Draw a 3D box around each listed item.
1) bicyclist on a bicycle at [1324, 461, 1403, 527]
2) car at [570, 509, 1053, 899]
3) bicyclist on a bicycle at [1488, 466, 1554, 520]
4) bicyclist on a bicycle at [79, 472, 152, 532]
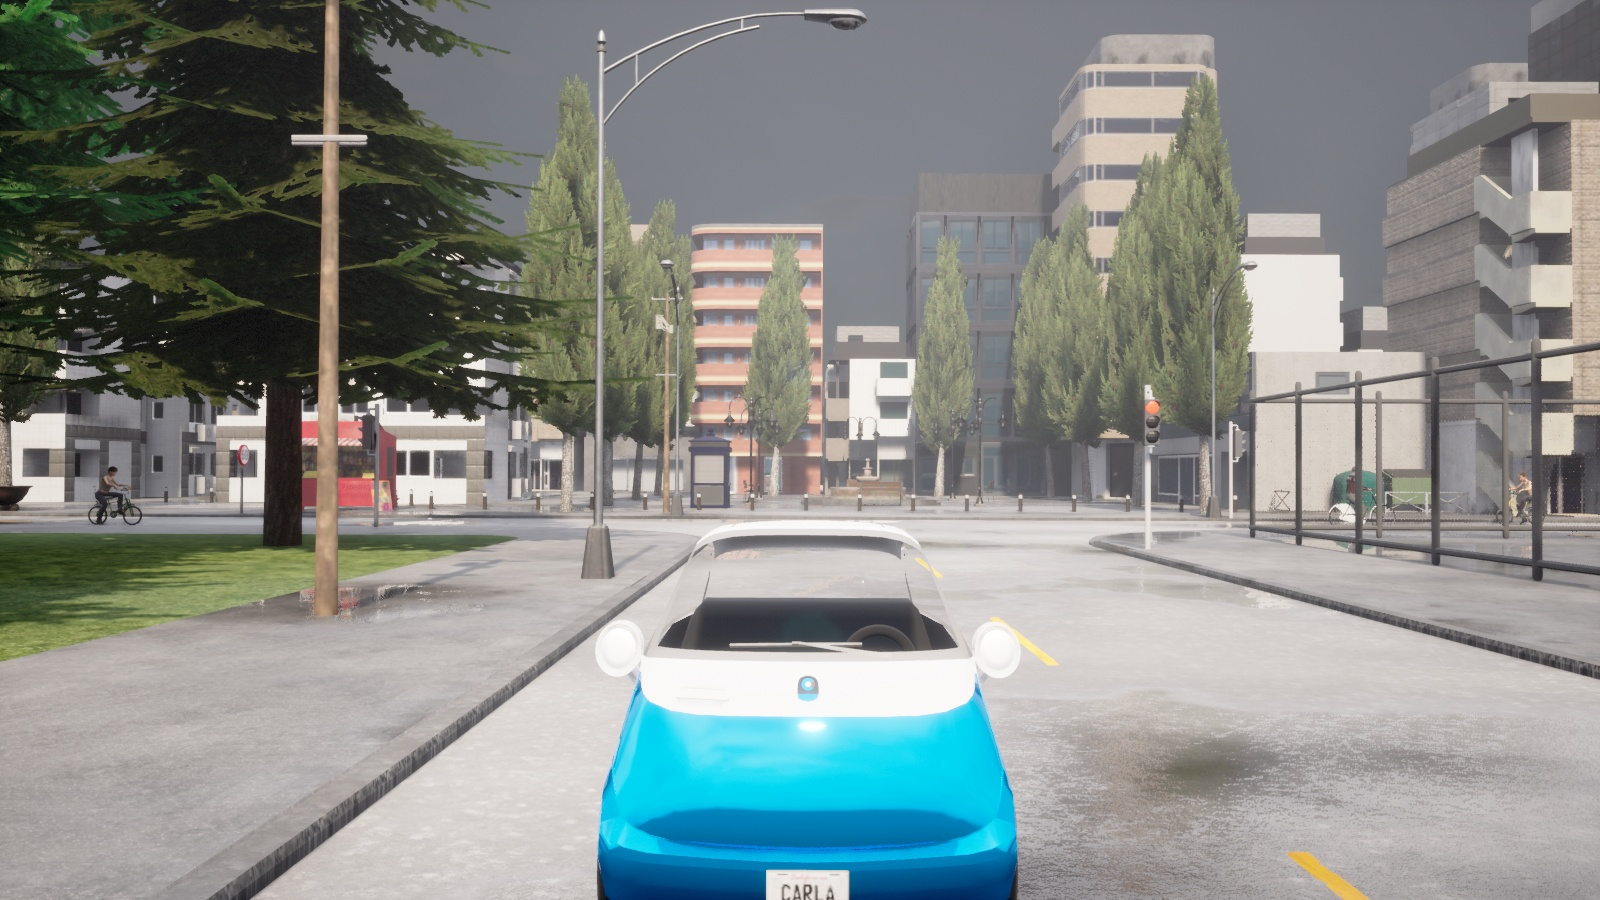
[{"bbox_3d":[15.345,1.197,34.202,1.843,1.776,0.659,0,-1,-1],"label":"bicyclist on a bicycle"},{"bbox_3d":[0.037,0.953,4.965,1.481,1.376,2.207,0,-1,0],"label":"car"},{"bbox_3d":[21.948,1.304,38.248,1.509,1.612,0.866,0,-1,0],"label":"bicyclist on a bicycle"},{"bbox_3d":[-18.738,1.402,34.391,1.509,1.612,0.866,0,-1,1],"label":"bicyclist on a bicycle"}]
